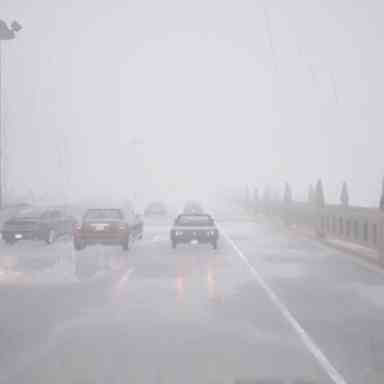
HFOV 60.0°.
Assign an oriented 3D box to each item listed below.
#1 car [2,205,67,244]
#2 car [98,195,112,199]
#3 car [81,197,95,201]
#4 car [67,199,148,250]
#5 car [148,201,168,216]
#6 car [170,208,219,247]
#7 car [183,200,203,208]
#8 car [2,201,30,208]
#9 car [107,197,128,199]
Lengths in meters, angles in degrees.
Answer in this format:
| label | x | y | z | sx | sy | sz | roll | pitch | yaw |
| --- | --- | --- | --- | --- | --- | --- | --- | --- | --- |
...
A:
| label | x | y | z | sx | sy | sz | roll | pitch | yaw |
| --- | --- | --- | --- | --- | --- | --- | --- | --- | --- |
| car | -6.902 | 1.504 | 15.660 | 1.837 | 1.490 | 4.892 | 0 | 0 | 0 |
| car | -17.518 | 1.352 | 67.376 | 2.097 | 1.767 | 4.553 | 0 | 0 | 0 |
| car | -21.018 | 1.591 | 67.732 | 1.895 | 1.301 | 4.718 | 0 | 0 | 0 |
| car | -3.403 | 1.351 | 14.394 | 2.097 | 1.767 | 4.553 | 0 | 0 | 0 |
| car | -3.409 | 1.562 | 32.380 | 1.994 | 1.385 | 4.181 | 0 | 0 | 0 |
| car | 0.097 | 1.600 | 14.886 | 1.895 | 1.301 | 4.718 | 0 | 0 | 0 |
| car | 0.078 | 1.523 | 32.788 | 1.812 | 1.442 | 4.674 | 0 | 0 | 0 |
| car | -14.104 | 1.504 | 25.985 | 1.837 | 1.490 | 4.892 | 0 | 0 | 0 |
| car | -6.922 | 1.524 | 32.872 | 1.812 | 1.442 | 4.674 | 0 | 0 | 0 |
